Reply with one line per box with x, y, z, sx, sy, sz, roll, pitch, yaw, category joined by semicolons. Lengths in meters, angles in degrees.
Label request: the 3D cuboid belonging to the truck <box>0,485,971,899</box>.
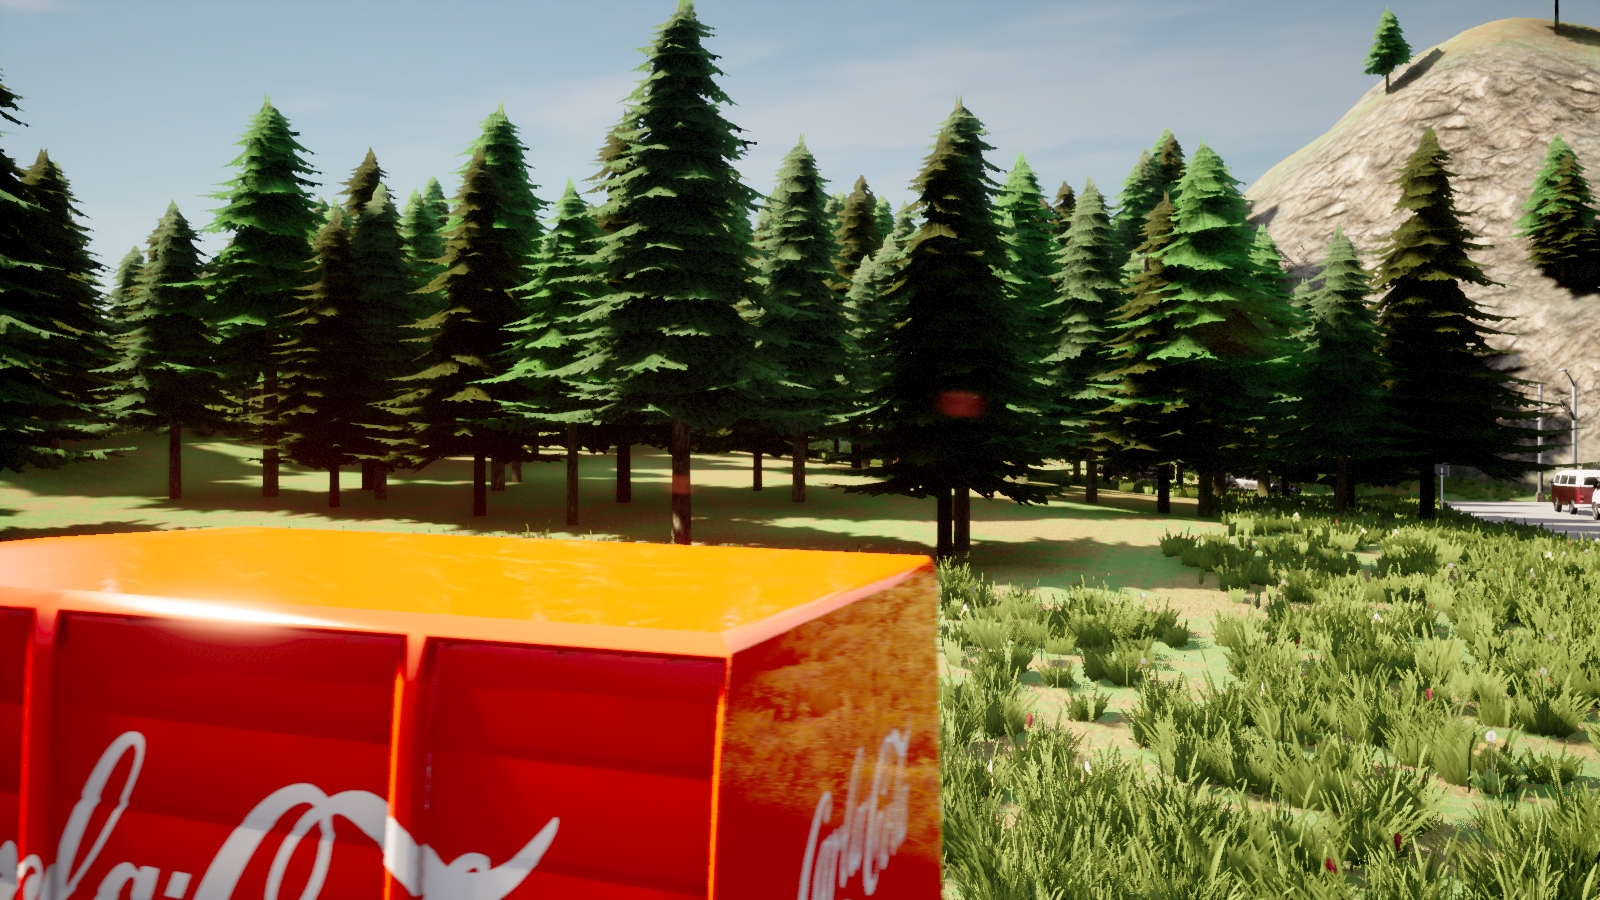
-2.223;1.429;4.140;5.204;2.467;2.627;0;0;20;truck

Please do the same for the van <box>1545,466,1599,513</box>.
36.159;1.782;52.642;2.069;2.038;4.480;0;0;20;van

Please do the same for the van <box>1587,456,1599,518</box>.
33.726;1.534;45.978;1.988;2.561;5.915;0;0;20;van
